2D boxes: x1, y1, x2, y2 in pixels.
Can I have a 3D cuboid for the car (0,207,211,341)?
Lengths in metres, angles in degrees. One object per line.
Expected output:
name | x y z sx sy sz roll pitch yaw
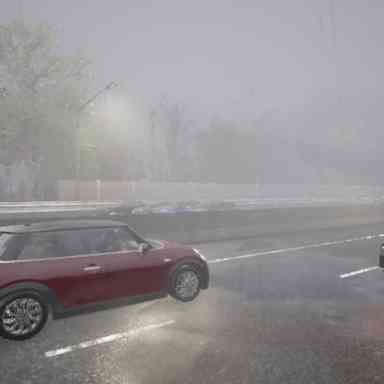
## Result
car | -1.822 1.353 6.753 4.553 1.767 2.097 0 0 -35

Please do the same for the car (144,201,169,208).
car | -0.895 1.363 24.849 4.553 1.767 2.097 0 0 -35

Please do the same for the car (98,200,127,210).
car | -5.830 1.487 29.350 5.008 1.535 1.882 0 0 -38

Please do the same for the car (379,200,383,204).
car | 30.967 1.588 51.803 4.892 1.490 1.837 0 0 -35

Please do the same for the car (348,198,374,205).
car | 27.081 1.680 53.332 4.718 1.301 1.895 0 0 -35

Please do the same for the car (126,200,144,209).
car | -2.649 1.514 27.897 4.892 1.490 1.837 0 0 -35

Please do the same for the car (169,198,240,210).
car | 1.162 1.363 22.017 4.553 1.767 2.097 0 0 -35

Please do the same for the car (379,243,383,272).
car | 6.672 1.500 8.507 4.902 1.511 2.128 0 0 -35
